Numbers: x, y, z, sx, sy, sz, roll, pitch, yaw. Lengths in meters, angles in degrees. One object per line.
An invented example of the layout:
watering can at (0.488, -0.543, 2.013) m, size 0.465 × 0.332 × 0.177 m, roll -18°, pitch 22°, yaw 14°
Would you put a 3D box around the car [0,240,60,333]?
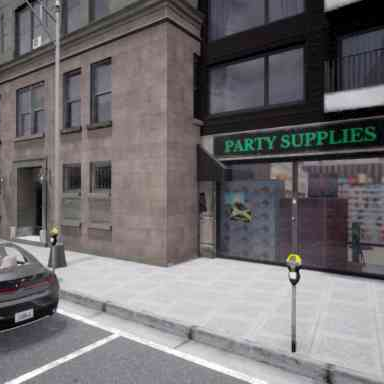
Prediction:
car at (-4.200, 1.551, 6.080) m, size 4.403 × 1.369 × 2.008 m, roll 0°, pitch 0°, yaw 36°
